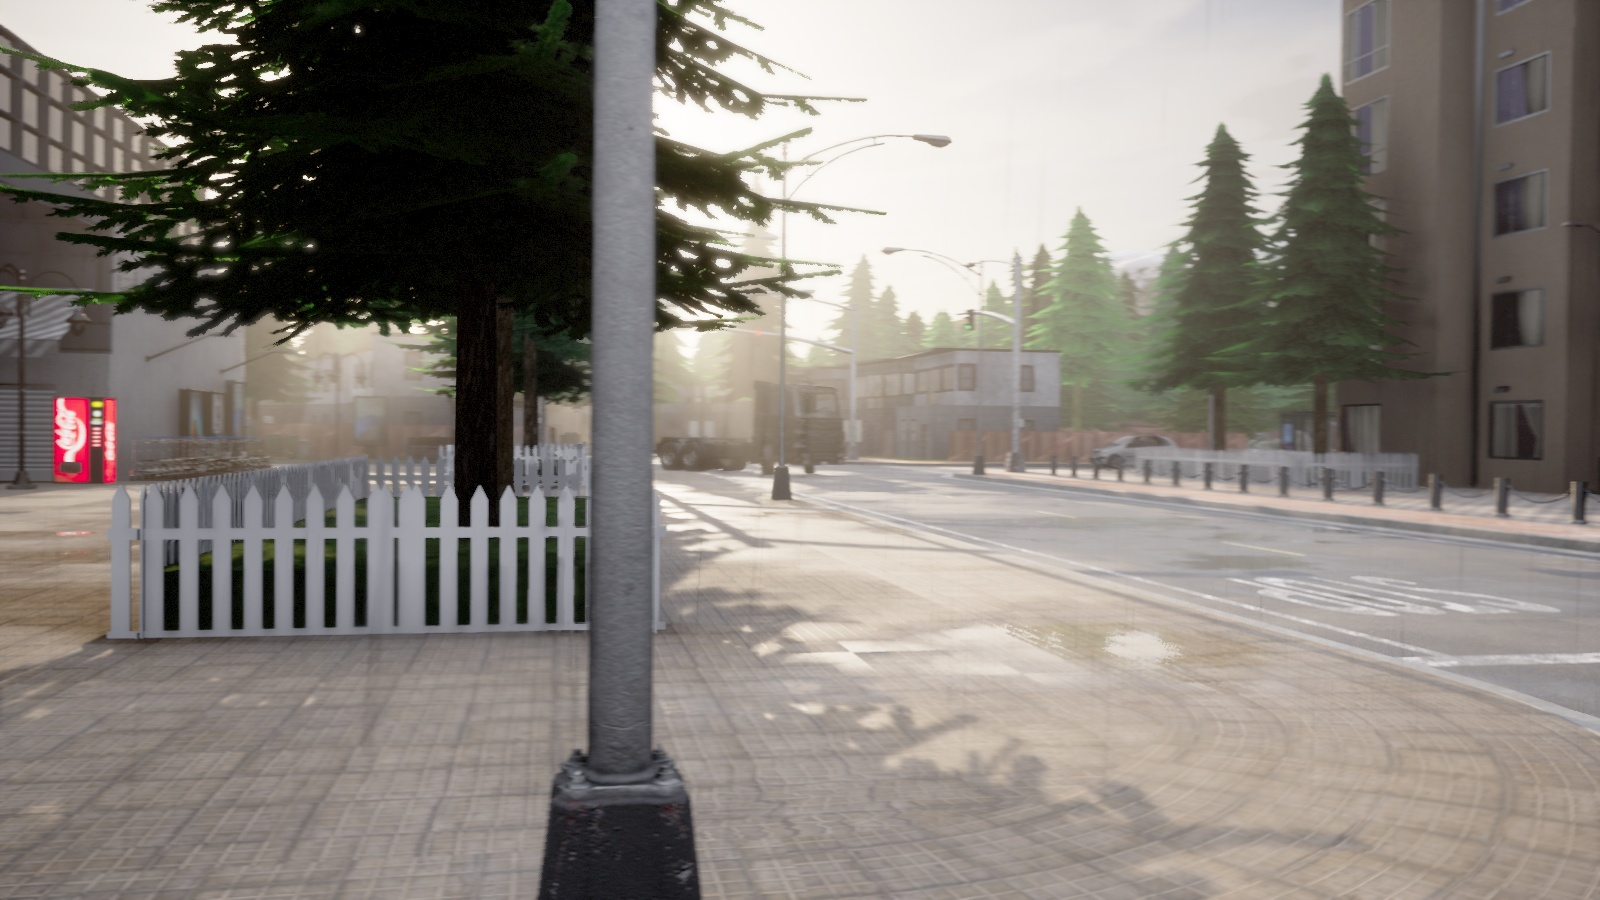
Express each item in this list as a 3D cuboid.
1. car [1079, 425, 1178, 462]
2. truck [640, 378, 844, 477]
[{"bbox_3d":[15.091,-0.296,57.809,3.988,1.617,1.851,-1,1,-10],"label":"car"},{"bbox_3d":[-2.334,-0.821,47.855,7.936,3.462,2.891,0,1,41],"label":"truck"}]
